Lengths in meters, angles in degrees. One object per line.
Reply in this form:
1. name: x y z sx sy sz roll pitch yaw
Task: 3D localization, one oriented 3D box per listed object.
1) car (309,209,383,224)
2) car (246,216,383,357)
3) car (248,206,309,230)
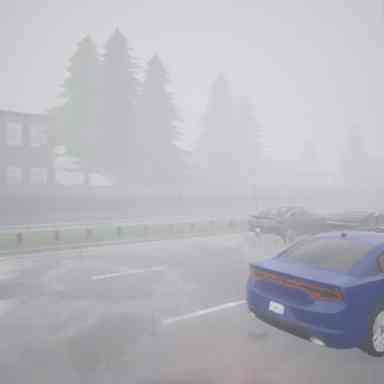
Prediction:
1. car: 6.906 1.449 12.843 4.892 1.490 1.837 0 0 -35
2. car: 3.231 1.451 6.054 5.008 1.535 1.882 0 1 -34
3. car: 4.819 1.418 15.655 4.902 1.511 2.128 0 0 -35
